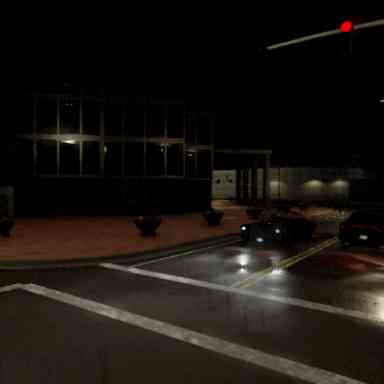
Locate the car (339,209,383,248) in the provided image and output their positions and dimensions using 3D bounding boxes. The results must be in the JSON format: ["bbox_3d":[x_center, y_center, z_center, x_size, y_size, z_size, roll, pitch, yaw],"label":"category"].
[{"bbox_3d":[7.581,1.458,13.785,1.882,1.535,5.008,0,0,37],"label":"car"}]

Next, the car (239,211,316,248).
[{"bbox_3d":[3.951,1.570,14.890,1.895,1.301,4.718,0,0,36],"label":"car"}]
